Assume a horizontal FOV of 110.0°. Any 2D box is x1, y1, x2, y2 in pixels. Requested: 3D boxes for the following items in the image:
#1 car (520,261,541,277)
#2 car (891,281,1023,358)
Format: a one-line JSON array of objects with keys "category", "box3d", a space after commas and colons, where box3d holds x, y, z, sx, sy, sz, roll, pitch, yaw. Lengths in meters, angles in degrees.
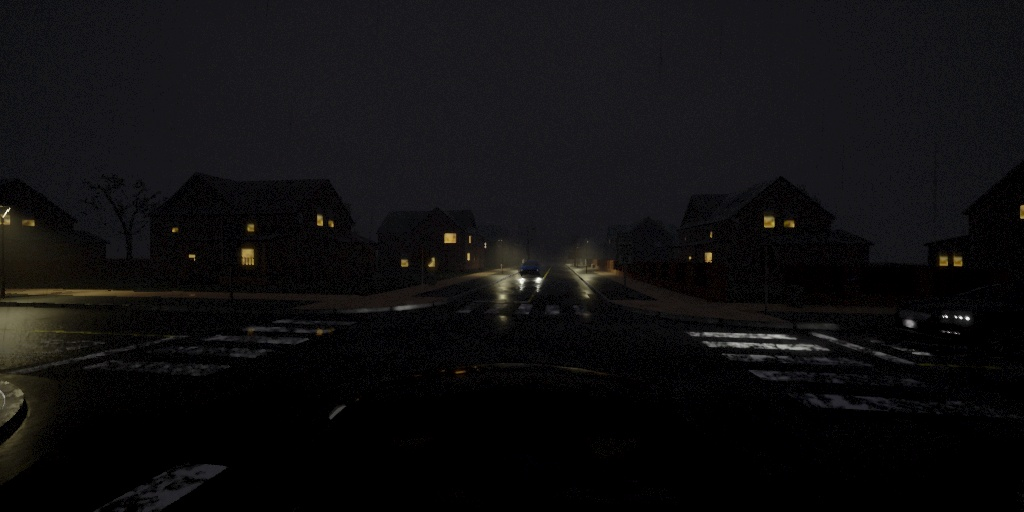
[{"category": "car", "box3d": [1.897, 1.243, 35.600, 1.882, 1.535, 5.008, 0, 0, 7]}, {"category": "car", "box3d": [11.505, 1.296, 7.785, 4.902, 1.511, 2.128, 0, 0, 9]}]
